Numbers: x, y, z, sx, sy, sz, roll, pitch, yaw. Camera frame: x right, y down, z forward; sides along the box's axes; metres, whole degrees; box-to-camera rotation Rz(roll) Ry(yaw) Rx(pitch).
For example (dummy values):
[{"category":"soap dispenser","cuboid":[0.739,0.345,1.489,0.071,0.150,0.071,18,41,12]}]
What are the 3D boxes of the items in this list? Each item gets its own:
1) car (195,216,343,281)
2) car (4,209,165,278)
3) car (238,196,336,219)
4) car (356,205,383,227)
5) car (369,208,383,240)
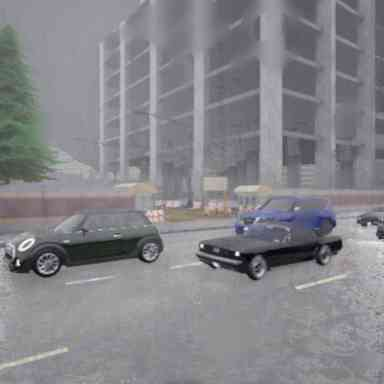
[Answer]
[{"category":"car","cuboid":[2.443,1.606,10.035,4.718,1.301,1.895,0,0,-35]},{"category":"car","cuboid":[-3.196,1.354,10.311,4.553,1.767,2.097,0,0,-36]},{"category":"car","cuboid":[4.617,1.230,15.862,5.566,2.045,2.150,0,0,-35]},{"category":"car","cuboid":[12.975,1.563,21.799,5.357,1.411,2.033,0,0,-35]},{"category":"car","cuboid":[10.589,1.576,15.840,4.181,1.385,1.994,0,0,-36]}]
